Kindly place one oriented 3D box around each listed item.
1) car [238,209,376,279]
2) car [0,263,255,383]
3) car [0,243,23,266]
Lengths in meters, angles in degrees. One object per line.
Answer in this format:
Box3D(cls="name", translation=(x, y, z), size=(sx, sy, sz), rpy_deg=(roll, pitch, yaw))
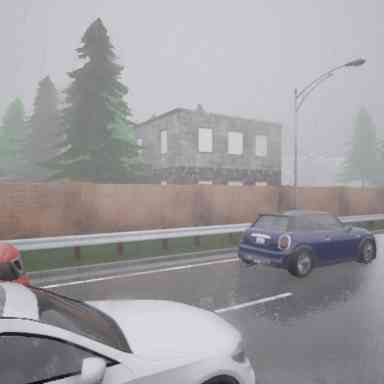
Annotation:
Box3D(cls="car", translation=(3.653, 1.346, 10.271), size=(4.553, 1.767, 2.097), rpy_deg=(0, 0, -33))
Box3D(cls="car", translation=(-1.614, 1.526, 2.661), size=(4.674, 1.442, 1.812), rpy_deg=(0, 0, -33))
Box3D(cls="car", translation=(-5.264, 1.223, 4.458), size=(5.566, 2.045, 2.150), rpy_deg=(0, 0, -33))
